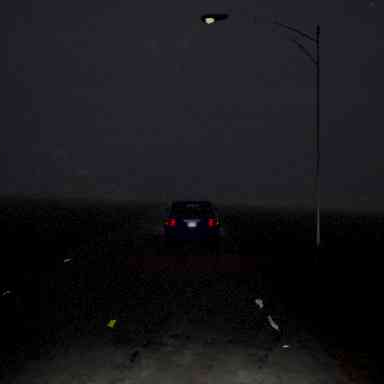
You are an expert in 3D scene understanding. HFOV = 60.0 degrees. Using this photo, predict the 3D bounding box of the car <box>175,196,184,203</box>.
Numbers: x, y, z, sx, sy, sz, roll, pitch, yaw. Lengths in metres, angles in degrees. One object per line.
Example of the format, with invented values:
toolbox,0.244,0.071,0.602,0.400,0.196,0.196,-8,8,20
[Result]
car,-2.750,1.732,74.742,1.837,1.490,4.892,0,0,0

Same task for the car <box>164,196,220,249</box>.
car,0.000,1.277,14.688,2.150,2.045,5.566,0,0,0

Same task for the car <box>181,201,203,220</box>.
car,0.000,1.604,29.661,1.812,1.442,4.674,0,0,0
